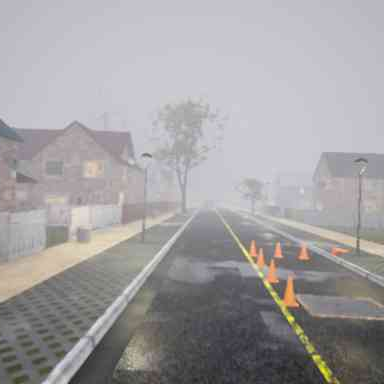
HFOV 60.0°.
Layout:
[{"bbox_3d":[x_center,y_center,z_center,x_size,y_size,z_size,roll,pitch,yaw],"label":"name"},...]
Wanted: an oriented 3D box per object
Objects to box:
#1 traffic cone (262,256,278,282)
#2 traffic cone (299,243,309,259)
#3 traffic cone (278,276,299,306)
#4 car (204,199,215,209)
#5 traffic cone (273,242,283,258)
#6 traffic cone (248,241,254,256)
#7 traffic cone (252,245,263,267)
[{"bbox_3d":[2.232,2.170,9.269,0.340,0.580,0.340,2,-1,3],"label":"traffic cone"},{"bbox_3d":[4.423,2.317,13.165,0.340,0.580,0.340,2,-1,3],"label":"traffic cone"},{"bbox_3d":[2.135,2.139,7.272,0.340,0.580,0.340,2,-1,3],"label":"traffic cone"},{"bbox_3d":[3.862,2.689,74.687,2.150,2.045,5.566,2,-2,3],"label":"car"},{"bbox_3d":[3.425,2.277,13.215,0.340,0.580,0.340,2,-1,3],"label":"traffic cone"},{"bbox_3d":[2.427,2.238,13.264,0.340,0.580,0.340,2,-1,3],"label":"traffic cone"},{"bbox_3d":[2.330,2.204,11.267,0.340,0.580,0.340,2,-1,3],"label":"traffic cone"}]
